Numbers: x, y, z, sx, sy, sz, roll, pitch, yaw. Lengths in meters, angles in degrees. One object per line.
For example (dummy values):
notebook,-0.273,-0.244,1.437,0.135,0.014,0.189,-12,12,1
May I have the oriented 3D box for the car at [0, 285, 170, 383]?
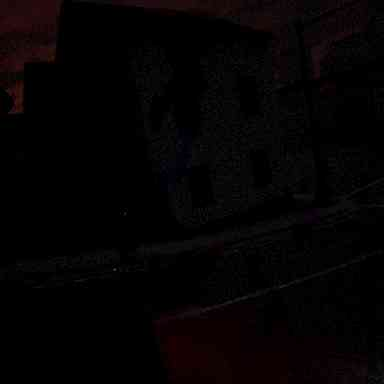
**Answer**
car,-2.361,1.528,2.281,4.674,1.442,1.812,0,0,-35
